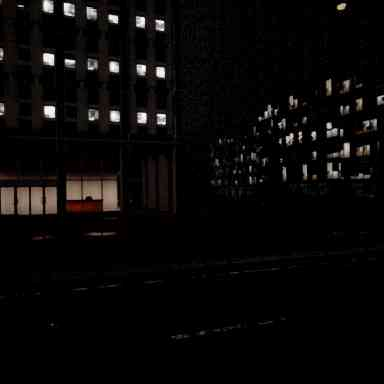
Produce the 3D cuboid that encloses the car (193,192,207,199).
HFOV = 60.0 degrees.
[{"bbox_3d":[1.944,0.707,80.260,1.967,1.590,4.097,0,1,-21],"label":"car"}]

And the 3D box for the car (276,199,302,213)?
[{"bbox_3d":[10.211,1.400,34.755,1.802,1.307,4.206,0,1,-21],"label":"car"}]

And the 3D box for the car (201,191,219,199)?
[{"bbox_3d":[3.969,0.635,74.948,2.192,1.841,5.009,0,1,-21],"label":"car"}]

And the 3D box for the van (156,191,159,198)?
[{"bbox_3d":[-7.911,0.688,82.585,1.690,1.788,3.998,0,1,-21],"label":"van"}]

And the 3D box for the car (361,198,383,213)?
[{"bbox_3d":[17.850,1.259,30.972,1.882,1.535,5.008,-1,1,-20],"label":"car"}]

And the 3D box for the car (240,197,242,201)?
[{"bbox_3d":[10.046,1.060,59.019,1.802,1.307,4.206,0,1,-21],"label":"car"}]

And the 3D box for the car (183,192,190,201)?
[{"bbox_3d":[-1.835,1.057,66.656,2.008,1.369,4.403,0,1,-21],"label":"car"}]

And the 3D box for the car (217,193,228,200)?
[{"bbox_3d":[5.995,0.955,69.641,1.802,1.307,4.206,0,1,-21],"label":"car"}]

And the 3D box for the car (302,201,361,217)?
[{"bbox_3d":[12.220,1.435,29.436,1.947,1.339,4.313,0,1,-21],"label":"car"}]

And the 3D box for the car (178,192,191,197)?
[{"bbox_3d":[-2.106,0.711,90.882,2.008,1.369,4.403,0,1,-21],"label":"car"}]

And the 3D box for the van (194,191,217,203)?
[{"bbox_3d":[2.215,0.953,56.032,1.690,1.788,3.998,0,1,-21],"label":"van"}]

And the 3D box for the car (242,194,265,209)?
[{"bbox_3d":[8.241,1.332,40.086,1.947,1.339,4.313,0,1,-21],"label":"car"}]
